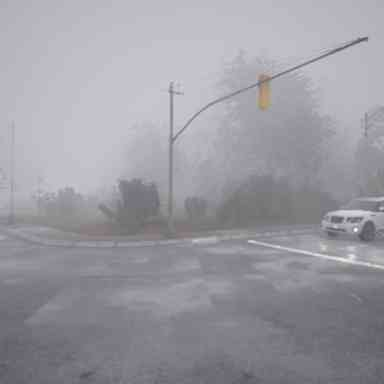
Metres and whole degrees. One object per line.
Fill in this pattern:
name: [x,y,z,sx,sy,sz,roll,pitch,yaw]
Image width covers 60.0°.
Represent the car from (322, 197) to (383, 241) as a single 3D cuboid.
car: [9.399,1.305,17.457,5.566,2.045,2.150,0,0,-28]
